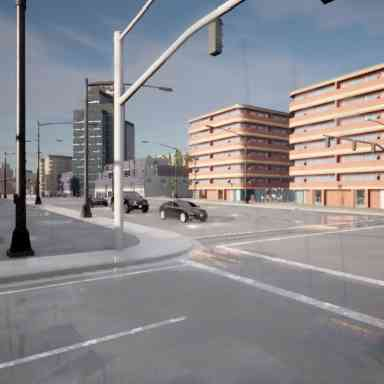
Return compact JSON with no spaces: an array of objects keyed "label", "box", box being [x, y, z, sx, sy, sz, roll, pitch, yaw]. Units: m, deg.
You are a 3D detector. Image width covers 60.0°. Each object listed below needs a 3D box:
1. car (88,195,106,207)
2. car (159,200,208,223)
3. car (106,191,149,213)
[{"label":"car","box":[-11.945,1.111,41.288,1.994,1.385,4.181,0,1,-34]},{"label":"car","box":[-0.719,1.373,24.830,1.837,1.490,4.892,0,1,-34]},{"label":"car","box":[-6.281,0.945,32.984,2.150,2.045,5.566,0,1,-34]}]
